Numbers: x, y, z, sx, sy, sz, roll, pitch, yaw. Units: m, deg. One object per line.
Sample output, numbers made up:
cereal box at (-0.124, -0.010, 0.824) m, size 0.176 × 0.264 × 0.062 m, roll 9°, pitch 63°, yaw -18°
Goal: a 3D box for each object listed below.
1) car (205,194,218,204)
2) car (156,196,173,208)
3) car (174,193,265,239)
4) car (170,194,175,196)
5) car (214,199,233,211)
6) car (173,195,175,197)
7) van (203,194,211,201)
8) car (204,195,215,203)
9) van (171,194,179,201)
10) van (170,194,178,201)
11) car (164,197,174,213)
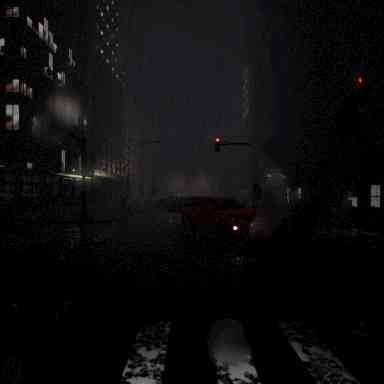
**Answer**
car at (3.651, 1.312, 63.871) m, size 2.192 × 1.841 × 5.009 m, roll 0°, pitch 0°, yaw 0°
car at (-4.125, 1.592, 47.239) m, size 1.802 × 1.307 × 4.206 m, roll 0°, pitch 0°, yaw 0°
car at (1.465, 1.246, 18.249) m, size 2.150 × 2.045 × 5.566 m, roll -1°, pitch 0°, yaw -32°
car at (-4.229, 1.563, 63.821) m, size 1.947 × 1.339 × 4.313 m, roll 0°, pitch 0°, yaw 0°
car at (3.840, 1.578, 41.762) m, size 1.947 × 1.339 × 4.313 m, roll 0°, pitch 0°, yaw 0°
car at (-1.681, 1.532, 52.405) m, size 1.812 × 1.442 × 4.674 m, roll 0°, pitch 0°, yaw 0°
van at (3.546, 1.320, 80.454) m, size 1.690 × 1.788 × 3.998 m, roll 0°, pitch 0°, yaw 0°
car at (3.616, 1.431, 69.399) m, size 1.967 × 1.590 × 4.097 m, roll 0°, pitch 0°, yaw 0°
van at (-4.369, 1.314, 85.931) m, size 1.690 × 1.788 × 3.998 m, roll 0°, pitch 0°, yaw 0°
van at (-4.335, 1.320, 80.404) m, size 1.690 × 1.788 × 3.998 m, roll 0°, pitch 0°, yaw 0°
car at (-1.589, 1.578, 36.281) m, size 1.994 × 1.385 × 4.181 m, roll 0°, pitch 0°, yaw 0°
